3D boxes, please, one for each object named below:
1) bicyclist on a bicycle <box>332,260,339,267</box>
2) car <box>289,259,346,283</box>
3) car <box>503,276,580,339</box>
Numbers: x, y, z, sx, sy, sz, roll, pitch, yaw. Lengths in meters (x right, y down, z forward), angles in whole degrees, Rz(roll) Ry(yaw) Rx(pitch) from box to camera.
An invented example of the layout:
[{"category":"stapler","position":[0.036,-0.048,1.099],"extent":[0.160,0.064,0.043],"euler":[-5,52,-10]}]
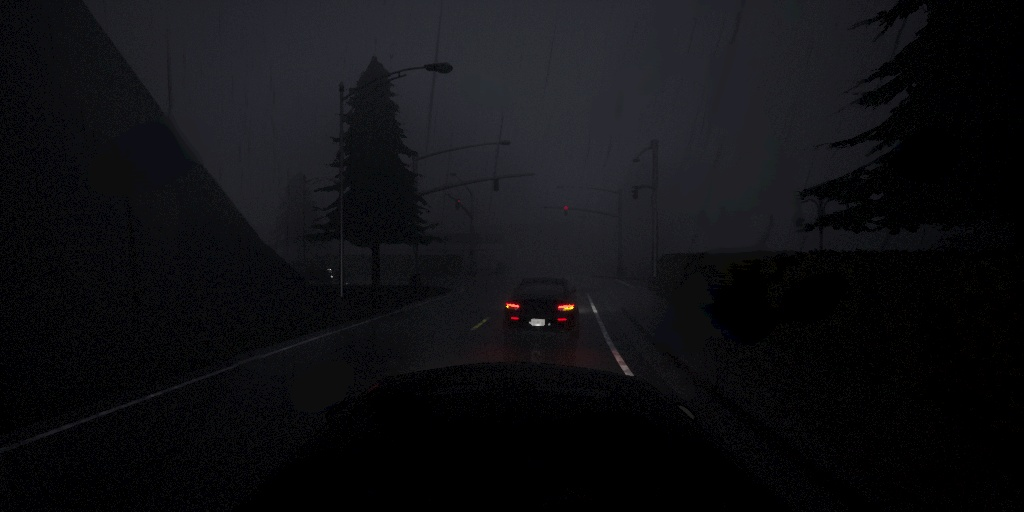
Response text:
[{"category":"bicyclist on a bicycle","position":[-17.372,1.203,35.331],"extent":[0.582,1.620,1.656],"euler":[0,0,8]},{"category":"car","position":[-15.349,1.102,27.909],"extent":[4.553,1.767,2.097],"euler":[0,0,9]},{"category":"car","position":[0.918,1.276,10.056],"extent":[1.812,1.442,4.674],"euler":[0,0,9]}]
